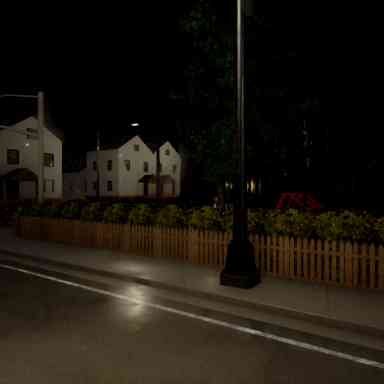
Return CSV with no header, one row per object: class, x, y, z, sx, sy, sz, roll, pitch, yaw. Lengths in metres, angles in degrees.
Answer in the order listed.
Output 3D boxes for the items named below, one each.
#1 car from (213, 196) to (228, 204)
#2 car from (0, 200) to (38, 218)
car,4.681,1.404,59.018,2.097,1.767,4.553,0,0,35
car,-15.208,1.492,30.461,2.128,1.511,4.902,0,0,35
